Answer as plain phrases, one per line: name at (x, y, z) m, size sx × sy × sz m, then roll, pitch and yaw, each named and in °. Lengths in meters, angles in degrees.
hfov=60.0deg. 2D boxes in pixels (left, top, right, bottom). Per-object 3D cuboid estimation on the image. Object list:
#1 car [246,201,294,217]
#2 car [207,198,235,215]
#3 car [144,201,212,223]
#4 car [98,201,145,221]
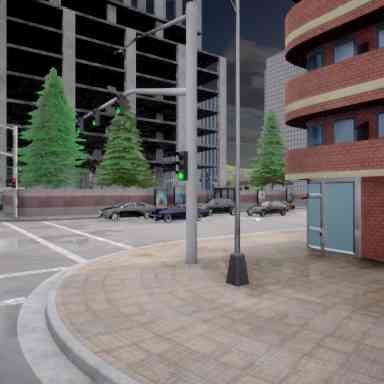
car at (7.355, 1.581, 32.239) m, size 4.674 × 1.442 × 1.812 m, roll 0°, pitch 0°, yaw -35°
car at (2.198, 1.407, 32.882) m, size 4.553 × 1.767 × 2.097 m, roll 0°, pitch 0°, yaw -35°
car at (-1.025, 1.656, 26.315) m, size 4.718 × 1.301 × 1.895 m, roll 0°, pitch 0°, yaw -35°
car at (-5.288, 1.547, 27.587) m, size 4.902 × 1.511 × 2.128 m, roll 0°, pitch 0°, yaw -35°
